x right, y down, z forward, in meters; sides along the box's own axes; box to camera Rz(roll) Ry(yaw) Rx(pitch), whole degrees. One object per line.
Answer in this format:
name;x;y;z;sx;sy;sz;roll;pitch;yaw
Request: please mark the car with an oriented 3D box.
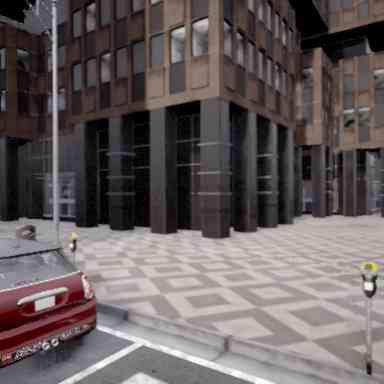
car;-3.486;1.471;5.379;4.097;1.590;1.967;-1;0;35
